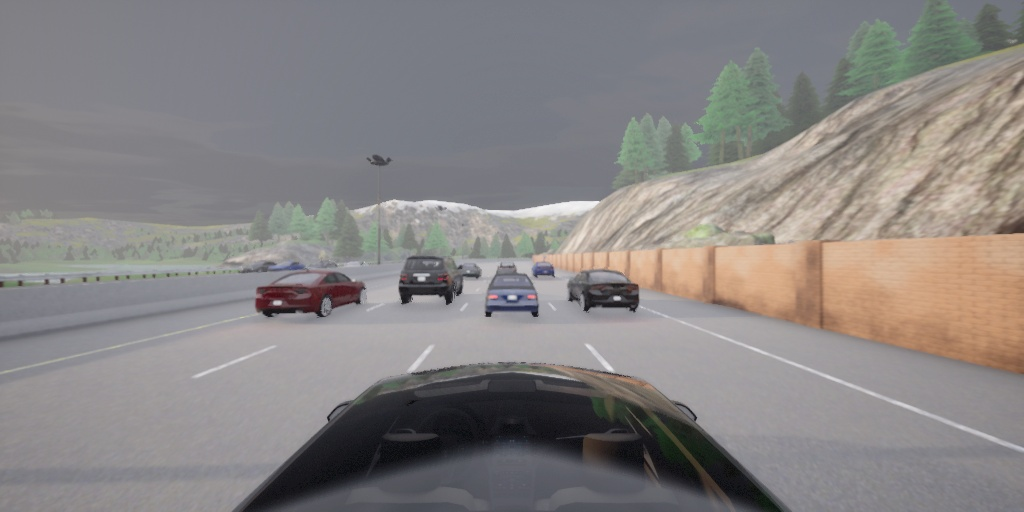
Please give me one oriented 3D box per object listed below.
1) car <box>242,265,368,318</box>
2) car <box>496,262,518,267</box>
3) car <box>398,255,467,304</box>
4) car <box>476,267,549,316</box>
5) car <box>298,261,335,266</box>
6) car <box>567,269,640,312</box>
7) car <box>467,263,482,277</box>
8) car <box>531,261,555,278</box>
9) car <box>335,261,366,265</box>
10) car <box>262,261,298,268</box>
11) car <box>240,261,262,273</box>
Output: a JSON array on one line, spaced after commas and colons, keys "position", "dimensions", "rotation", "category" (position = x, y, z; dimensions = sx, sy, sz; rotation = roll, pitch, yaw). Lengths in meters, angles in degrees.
[{"position": [-7.044, 1.251, 13.183], "dimensions": [1.882, 1.535, 5.008], "rotation": [0, 0, -1], "category": "car"}, {"position": [-0.466, 1.299, 33.548], "dimensions": [2.128, 1.511, 4.902], "rotation": [0, 0, -1], "category": "car"}, {"position": [-3.609, 1.000, 16.798], "dimensions": [2.150, 2.045, 5.566], "rotation": [0, 0, -1], "category": "car"}, {"position": [-0.039, 1.318, 13.448], "dimensions": [2.033, 1.411, 5.357], "rotation": [0, 0, -1], "category": "car"}, {"position": [-21.825, 1.322, 41.262], "dimensions": [2.128, 1.511, 4.902], "rotation": [0, 0, -1], "category": "car"}, {"position": [3.437, 1.249, 14.348], "dimensions": [1.882, 1.535, 5.008], "rotation": [0, 0, -1], "category": "car"}, {"position": [-3.984, 1.374, 34.291], "dimensions": [1.994, 1.385, 4.181], "rotation": [0, 0, -1], "category": "car"}, {"position": [3.000, 1.286, 35.145], "dimensions": [1.882, 1.535, 5.008], "rotation": [0, 0, -1], "category": "car"}, {"position": [-18.339, 1.356, 41.864], "dimensions": [1.812, 1.442, 4.674], "rotation": [0, 0, -1], "category": "car"}, {"position": [-25.311, 1.309, 40.535], "dimensions": [1.882, 1.535, 5.008], "rotation": [0, 0, -1], "category": "car"}, {"position": [-28.824, 1.337, 41.269], "dimensions": [1.837, 1.490, 4.892], "rotation": [0, 0, -1], "category": "car"}]
